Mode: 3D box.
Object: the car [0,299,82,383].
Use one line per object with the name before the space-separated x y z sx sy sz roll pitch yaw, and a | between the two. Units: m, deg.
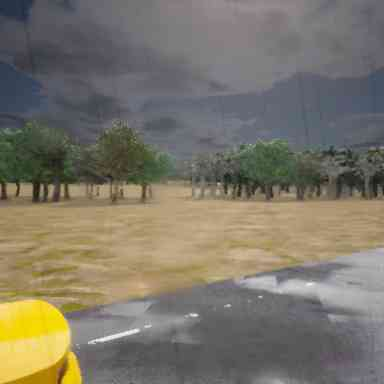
car | -3.192 1.480 1.715 5.008 1.535 1.882 0 0 -35
